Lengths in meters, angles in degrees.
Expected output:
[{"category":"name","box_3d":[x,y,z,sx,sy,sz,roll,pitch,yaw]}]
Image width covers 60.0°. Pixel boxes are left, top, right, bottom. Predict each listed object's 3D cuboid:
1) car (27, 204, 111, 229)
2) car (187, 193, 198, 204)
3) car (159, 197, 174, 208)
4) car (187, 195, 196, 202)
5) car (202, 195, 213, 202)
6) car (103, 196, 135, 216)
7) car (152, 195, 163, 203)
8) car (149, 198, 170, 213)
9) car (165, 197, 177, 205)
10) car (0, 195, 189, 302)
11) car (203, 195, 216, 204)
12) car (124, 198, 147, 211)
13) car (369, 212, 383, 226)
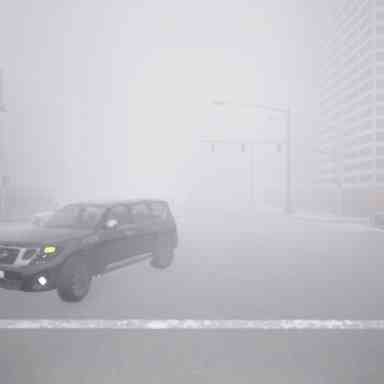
[{"category":"car","box_3d":[-7.683,1.529,21.073,4.674,1.442,1.812,0,0,0]},{"category":"car","box_3d":[-0.056,1.232,63.946,2.150,2.045,5.566,0,0,0]},{"category":"car","box_3d":[-3.618,1.533,47.985,1.812,1.442,4.674,0,0,1]},{"category":"car","box_3d":[-0.065,1.394,74.617,1.994,1.385,4.181,0,0,0]},{"category":"car","box_3d":[3.435,1.382,74.620,2.033,1.411,5.357,0,0,0]},{"category":"car","box_3d":[-7.152,1.357,33.039,2.097,1.767,4.553,0,0,1]},{"category":"car","box_3d":[-7.060,1.429,68.913,1.837,1.490,4.892,0,0,0]},{"category":"car","box_3d":[-3.614,1.511,37.906,1.837,1.490,4.892,0,0,0]},{"category":"car","box_3d":[-3.628,1.573,58.105,1.994,1.385,4.181,0,0,-1]},{"category":"car","box_3d":[-2.426,1.223,8.845,2.150,2.045,5.566,-1,0,28]},{"category":"car","box_3d":[3.444,1.363,64.722,2.097,1.767,4.553,0,0,0]},{"category":"car","box_3d":[-7.127,1.554,42.515,2.033,1.411,5.357,0,0,0]},{"category":"car","box_3d":[13.901,1.530,21.270,4.674,1.442,1.812,0,0,1]}]
